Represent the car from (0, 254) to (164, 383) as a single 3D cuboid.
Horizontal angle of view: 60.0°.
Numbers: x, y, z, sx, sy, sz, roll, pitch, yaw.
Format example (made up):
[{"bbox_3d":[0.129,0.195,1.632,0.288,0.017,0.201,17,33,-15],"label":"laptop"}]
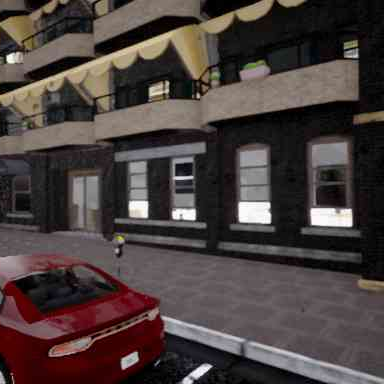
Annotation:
[{"bbox_3d":[-2.437,1.546,4.627,4.507,1.381,1.887,0,-1,36],"label":"car"}]
